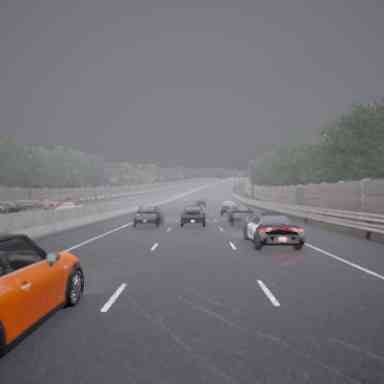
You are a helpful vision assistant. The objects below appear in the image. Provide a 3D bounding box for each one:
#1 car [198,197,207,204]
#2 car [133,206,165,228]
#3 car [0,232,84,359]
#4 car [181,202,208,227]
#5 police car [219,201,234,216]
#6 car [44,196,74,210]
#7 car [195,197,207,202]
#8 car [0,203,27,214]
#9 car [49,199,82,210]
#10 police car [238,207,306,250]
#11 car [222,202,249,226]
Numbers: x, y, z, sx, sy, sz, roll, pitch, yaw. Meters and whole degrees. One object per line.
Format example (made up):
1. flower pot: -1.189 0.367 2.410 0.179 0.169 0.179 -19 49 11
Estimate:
1. car: 2.422 1.851 75.316 2.033 1.411 5.357 0 1 4
2. car: -3.124 1.770 24.847 2.128 1.511 4.902 0 0 1
3. car: -3.375 1.422 5.332 2.097 1.767 4.553 0 -1 0
4. car: 0.157 1.798 25.788 1.837 1.490 4.892 0 0 2
5. police car: 4.098 1.792 37.405 1.930 1.638 5.238 0 0 2
6. car: -16.810 1.568 42.615 2.150 2.045 5.566 0 0 2
7. car: 1.495 1.914 57.626 1.837 1.490 4.892 0 0 3
8. car: -20.512 1.922 37.195 1.895 1.301 4.718 0 0 2
9. car: -13.516 1.858 36.680 1.812 1.442 4.674 0 0 2
10. police car: 3.602 1.706 15.519 2.038 1.542 4.974 0 -1 1
11. car: 3.796 1.793 26.408 2.128 1.511 4.902 0 0 1
